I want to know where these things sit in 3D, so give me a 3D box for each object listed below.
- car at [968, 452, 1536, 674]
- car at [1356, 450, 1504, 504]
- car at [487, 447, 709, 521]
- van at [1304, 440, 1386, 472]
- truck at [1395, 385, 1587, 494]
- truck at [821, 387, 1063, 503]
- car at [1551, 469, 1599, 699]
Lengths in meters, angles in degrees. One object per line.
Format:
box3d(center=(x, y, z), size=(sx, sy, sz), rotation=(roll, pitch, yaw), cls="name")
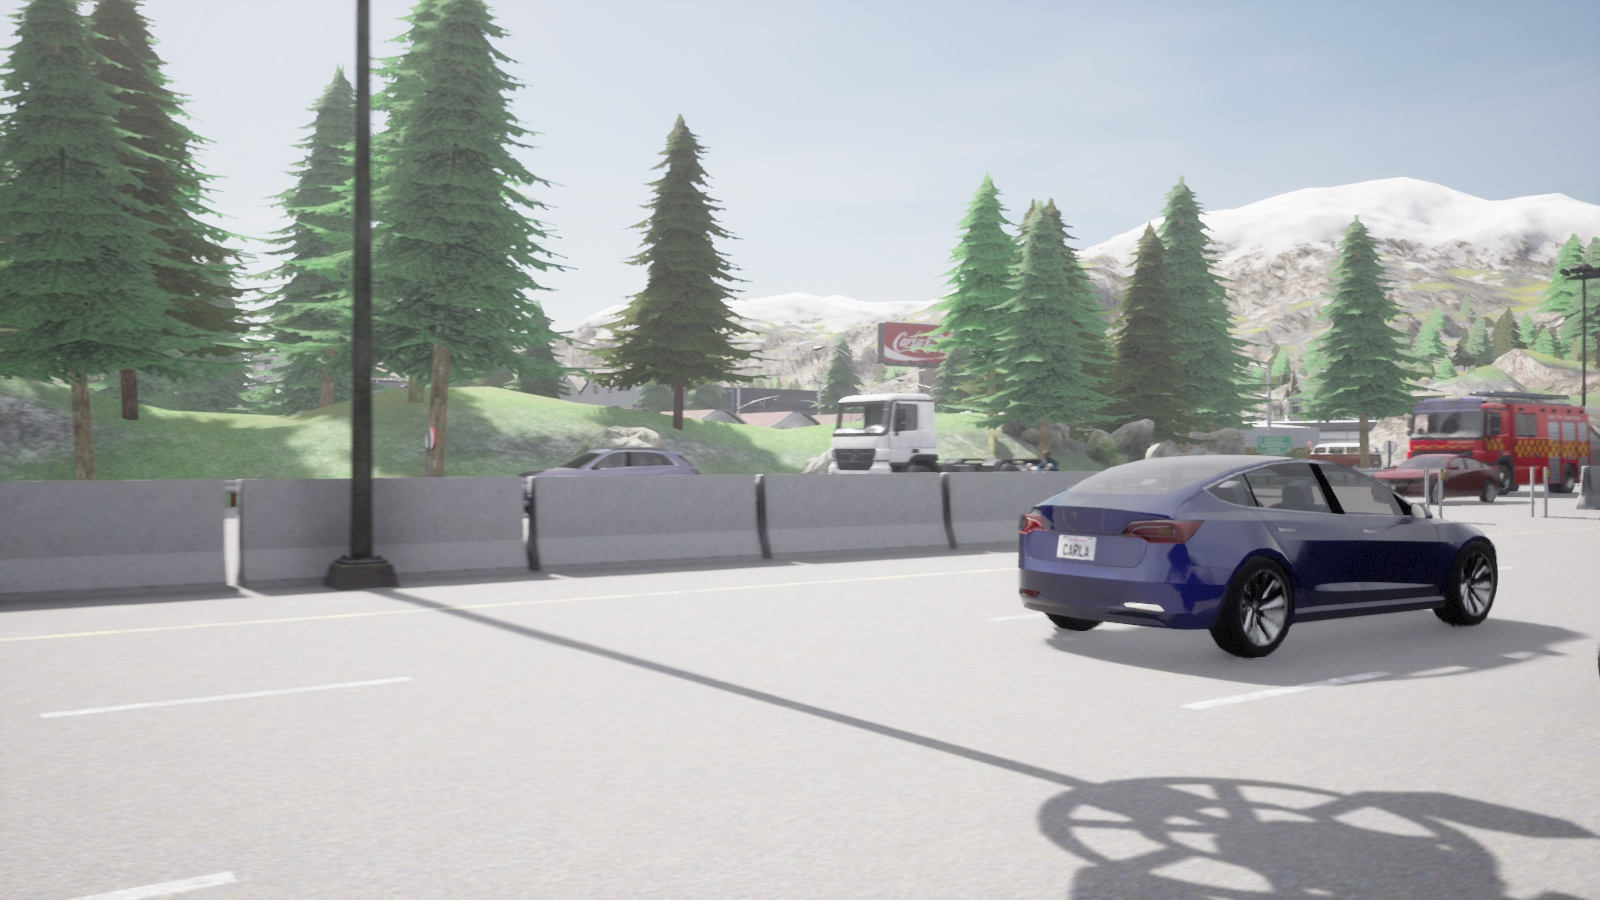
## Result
box3d(center=(3.945, 0.762, 10.668), size=(4.792, 1.488, 2.163), rotation=(0, 0, -35), cls="car")
box3d(center=(19.328, 0.776, 38.430), size=(5.008, 1.535, 1.882), rotation=(0, 0, -35), cls="car")
box3d(center=(-4.798, 0.759, 30.168), size=(4.856, 1.649, 2.033), rotation=(0, 0, -35), cls="car")
box3d(center=(35.623, 0.398, 82.210), size=(2.069, 2.038, 4.480), rotation=(0, 0, -35), cls="van")
box3d(center=(26.257, -0.359, 47.521), size=(8.468, 3.827, 2.891), rotation=(0, 0, -35), cls="truck")
box3d(center=(4.757, -0.146, 41.085), size=(7.936, 3.462, 2.891), rotation=(0, 0, -35), cls="truck")
box3d(center=(6.012, 0.805, 7.843), size=(2.207, 1.376, 1.481), rotation=(-1, 0, -35), cls="car")
